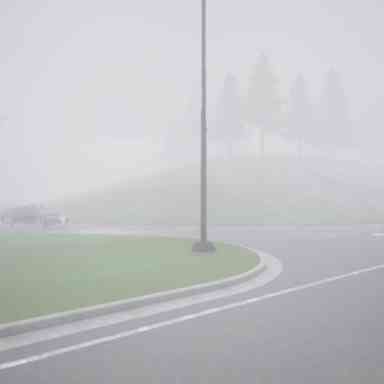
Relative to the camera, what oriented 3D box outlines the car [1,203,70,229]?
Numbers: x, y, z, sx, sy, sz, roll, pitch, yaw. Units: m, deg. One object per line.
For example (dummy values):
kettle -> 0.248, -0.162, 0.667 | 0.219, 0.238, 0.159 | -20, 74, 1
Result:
car -> -10.099, 1.493, 21.414 | 4.902, 1.511, 2.128 | 0, 0, 25
